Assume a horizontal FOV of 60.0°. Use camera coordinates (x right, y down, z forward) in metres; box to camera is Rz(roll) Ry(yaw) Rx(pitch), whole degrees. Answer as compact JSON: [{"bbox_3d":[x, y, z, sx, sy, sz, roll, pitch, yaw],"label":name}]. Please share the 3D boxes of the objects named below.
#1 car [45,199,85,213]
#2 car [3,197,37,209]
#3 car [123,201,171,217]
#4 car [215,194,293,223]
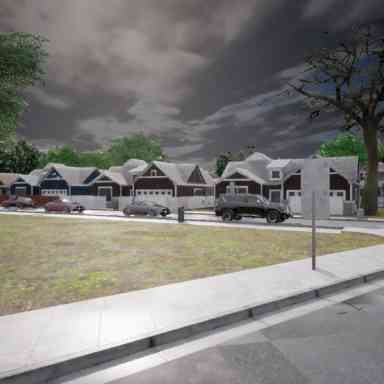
[{"bbox_3d":[-12.765,1.411,33.391,4.181,1.385,1.994,0,0,27],"label":"car"},{"bbox_3d":[-21.197,1.341,41.082,4.674,1.442,1.812,0,0,27],"label":"car"},{"bbox_3d":[-3.932,1.450,28.697,4.181,1.385,1.994,0,0,29],"label":"car"},{"bbox_3d":[4.371,1.146,24.027,5.566,2.045,2.150,0,0,30],"label":"car"}]
